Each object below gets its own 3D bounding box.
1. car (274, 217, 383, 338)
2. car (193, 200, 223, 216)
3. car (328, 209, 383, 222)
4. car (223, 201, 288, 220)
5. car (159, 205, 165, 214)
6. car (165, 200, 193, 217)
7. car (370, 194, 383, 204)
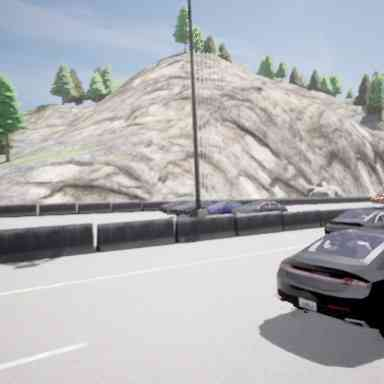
[{"bbox_3d":[3.711,1.464,6.404,4.902,1.511,2.128,0,0,-35],"label":"car"},{"bbox_3d":[2.716,1.453,27.427,4.674,1.442,1.812,0,0,-35],"label":"car"},{"bbox_3d":[7.241,1.437,13.215,4.902,1.511,2.128,0,0,-35],"label":"car"},{"bbox_3d":[5.051,1.417,24.793,4.902,1.511,2.128,0,0,-35],"label":"car"},{"bbox_3d":[-1.174,1.491,33.249,4.181,1.385,1.994,0,0,-35],"label":"car"},{"bbox_3d":[0.560,1.476,30.189,5.357,1.411,2.033,0,0,-36],"label":"car"},{"bbox_3d":[32.699,1.110,57.317,4.553,1.767,2.097,0,0,-35],"label":"car"}]
